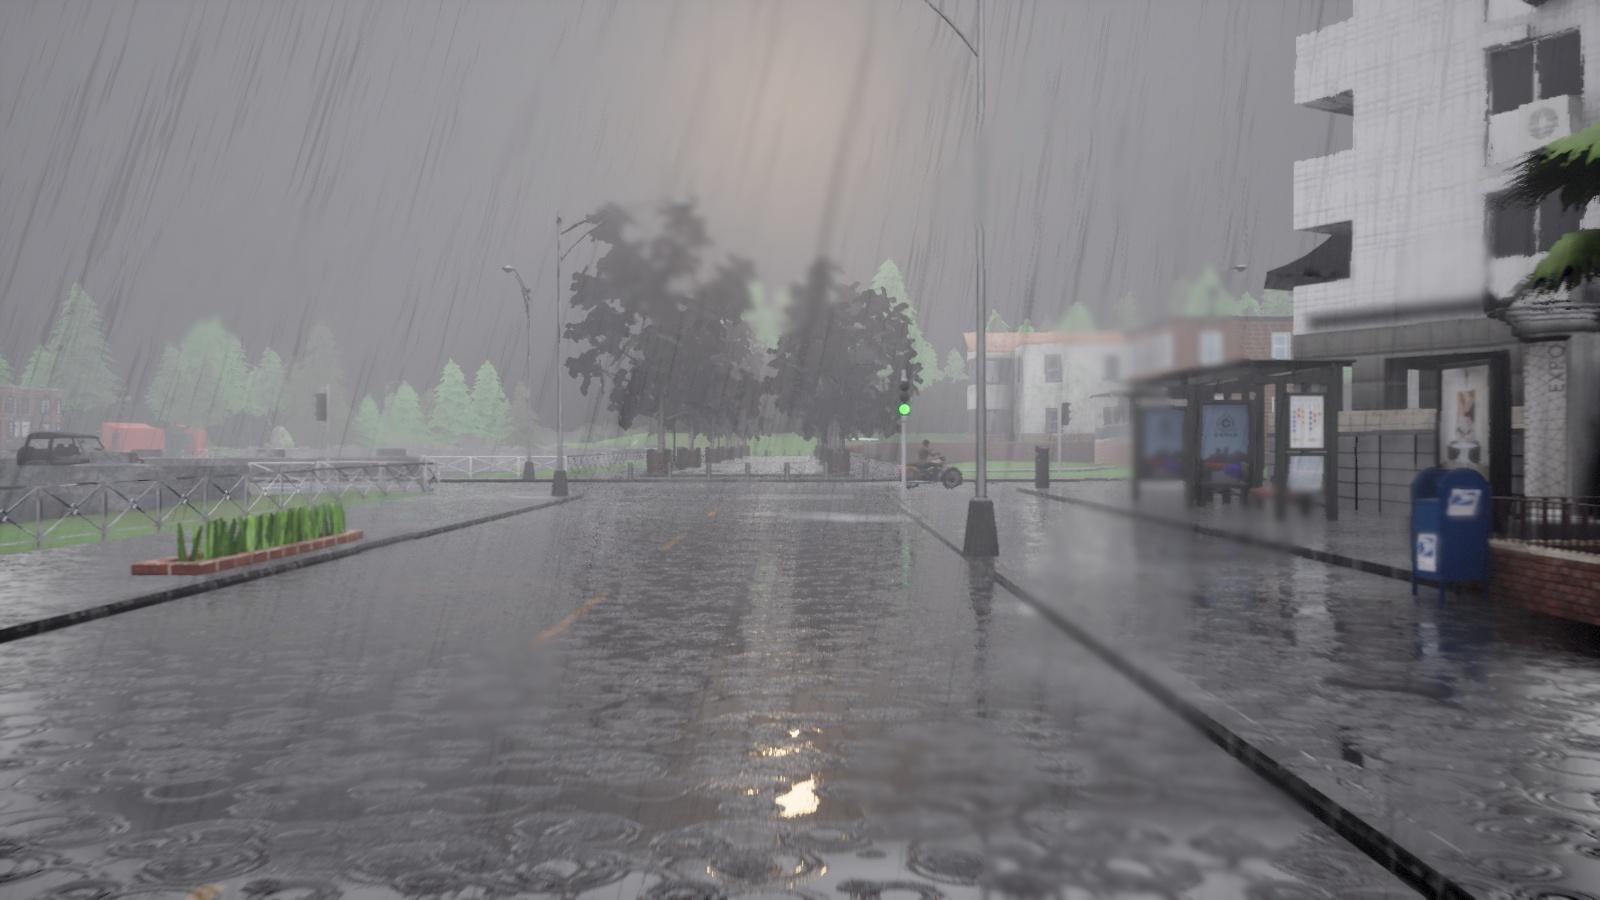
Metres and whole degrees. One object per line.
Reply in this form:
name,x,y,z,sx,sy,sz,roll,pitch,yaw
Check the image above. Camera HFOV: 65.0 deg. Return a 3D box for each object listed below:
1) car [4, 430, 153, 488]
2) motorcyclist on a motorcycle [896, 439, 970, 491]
car,-23.923,0.288,41.751,3.866,1.878,1.905,0,0,0
motorcyclist on a motorcycle,4.319,0.471,40.745,2.350,1.649,0.766,0,2,-29
